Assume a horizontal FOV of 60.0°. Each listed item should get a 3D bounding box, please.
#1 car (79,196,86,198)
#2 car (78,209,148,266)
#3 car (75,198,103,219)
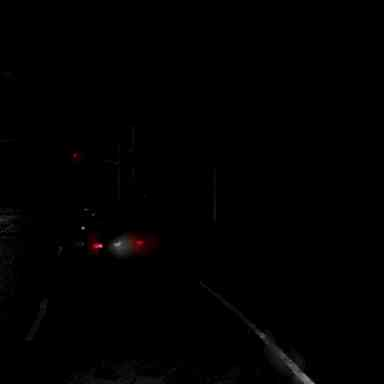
[{"bbox_3d":[-22.671,1.580,69.022,1.812,1.442,4.674,0,0,-19],"label":"car"},{"bbox_3d":[-2.855,1.563,11.792,2.033,1.411,5.357,0,0,-19],"label":"car"},{"bbox_3d":[-8.460,1.539,27.420,2.128,1.511,4.902,0,0,-24],"label":"car"}]
